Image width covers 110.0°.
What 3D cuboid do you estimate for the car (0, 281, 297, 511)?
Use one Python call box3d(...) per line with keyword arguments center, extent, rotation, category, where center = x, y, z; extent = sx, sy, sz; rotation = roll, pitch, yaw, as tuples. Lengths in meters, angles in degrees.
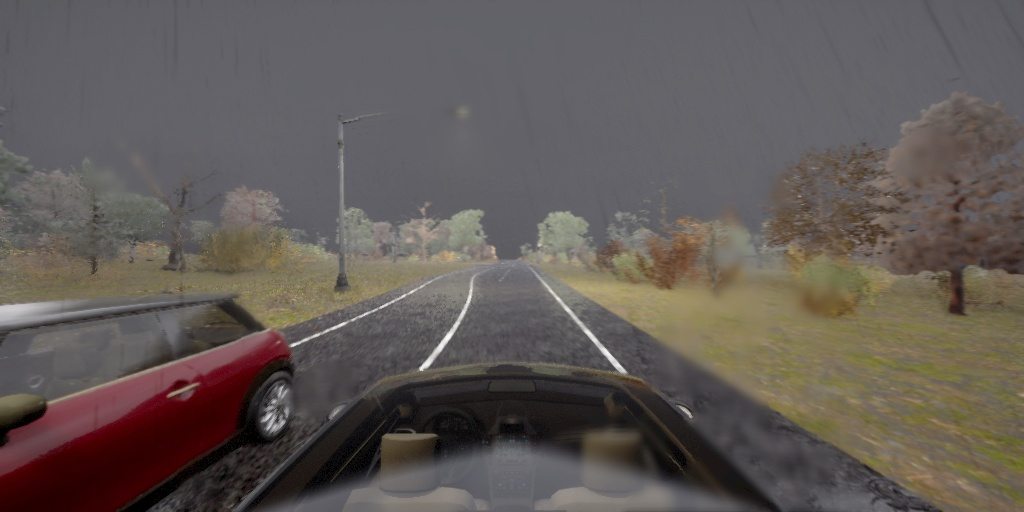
box3d(center=(-3.619, 1.142, 2.335), extent=(2.097, 1.767, 4.553), rotation=(-1, 0, 1), category="car")
